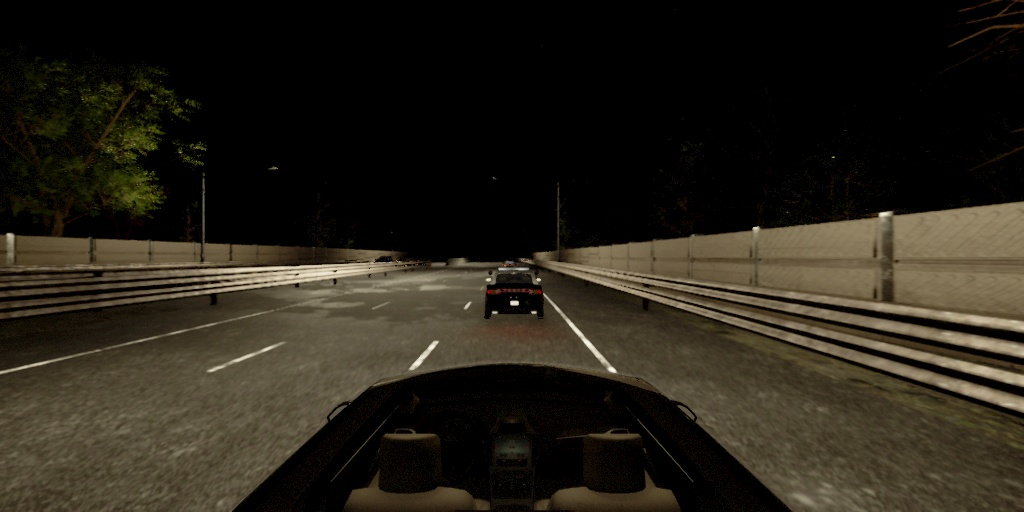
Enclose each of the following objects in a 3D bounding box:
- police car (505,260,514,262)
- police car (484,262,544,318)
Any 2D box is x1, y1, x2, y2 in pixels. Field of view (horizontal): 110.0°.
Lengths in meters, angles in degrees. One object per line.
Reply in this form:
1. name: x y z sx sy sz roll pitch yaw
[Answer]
1. police car: -0.298 1.273 43.946 2.038 1.542 4.974 0 0 -1
2. police car: 0.060 1.179 13.087 1.930 1.638 5.238 0 0 0
